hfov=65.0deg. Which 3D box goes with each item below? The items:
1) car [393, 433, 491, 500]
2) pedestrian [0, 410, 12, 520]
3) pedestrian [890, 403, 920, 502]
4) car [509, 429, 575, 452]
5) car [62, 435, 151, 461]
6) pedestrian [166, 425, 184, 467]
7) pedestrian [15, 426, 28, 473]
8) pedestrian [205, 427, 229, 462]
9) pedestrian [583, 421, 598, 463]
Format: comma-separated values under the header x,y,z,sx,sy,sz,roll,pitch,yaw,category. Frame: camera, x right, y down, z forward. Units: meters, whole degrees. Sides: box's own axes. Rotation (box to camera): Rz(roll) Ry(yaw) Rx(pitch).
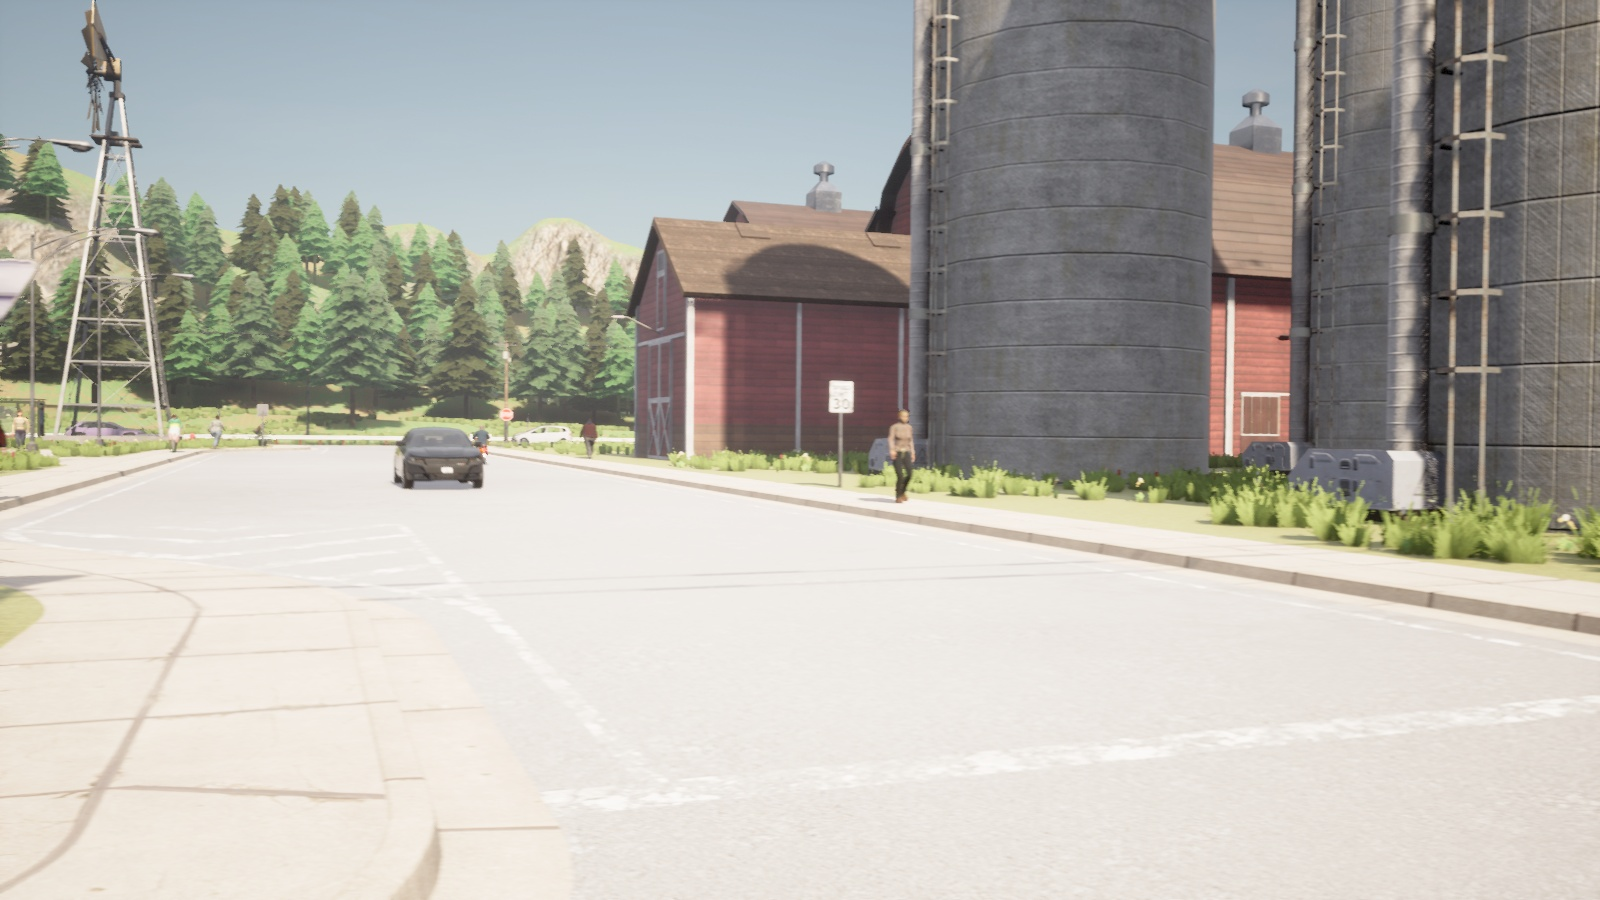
x,y,z,sx,sy,sz,roll,pitch,yaw,category
-9.191,0.355,31.939,1.882,1.535,5.008,-1,1,-22,car
-13.964,0.255,21.506,0.634,1.844,0.899,-1,1,-22,pedestrian
1.982,0.044,23.789,0.331,1.846,0.634,-1,1,-18,pedestrian
-19.767,-0.710,96.212,4.611,1.667,2.242,-1,1,-20,car
-45.632,-0.125,82.746,4.856,1.649,2.033,-1,1,-21,car
-29.104,-0.183,58.468,0.659,1.952,0.873,-1,1,-24,pedestrian
-30.588,-0.018,49.332,0.345,1.836,0.594,-1,1,-28,pedestrian
-30.880,-0.295,66.541,0.874,1.855,0.900,-1,1,-3,pedestrian
-9.242,-0.350,55.401,0.634,1.844,0.899,-1,1,-10,pedestrian
